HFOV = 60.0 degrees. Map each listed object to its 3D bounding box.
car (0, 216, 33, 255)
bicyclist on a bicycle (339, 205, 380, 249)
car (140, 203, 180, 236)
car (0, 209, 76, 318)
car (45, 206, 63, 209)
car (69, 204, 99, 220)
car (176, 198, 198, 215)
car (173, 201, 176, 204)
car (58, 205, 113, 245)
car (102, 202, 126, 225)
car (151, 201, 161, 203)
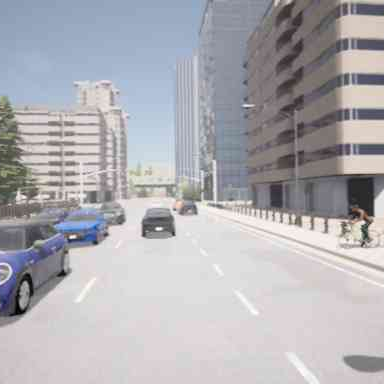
[{"bbox_3d":[-8.618,1.824,14.190,1.895,1.301,4.718,-1,0,-6],"label":"car"},{"bbox_3d":[6.168,1.293,12.255,1.656,1.620,0.582,-1,0,-6],"label":"bicyclist on a bicycle"},{"bbox_3d":[-1.970,1.665,19.515,1.837,1.490,4.892,-1,0,-6],"label":"car"},{"bbox_3d":[-4.364,1.468,7.626,2.097,1.767,4.553,-1,0,-6],"label":"car"},{"bbox_3d":[-9.643,1.791,23.423,2.128,1.511,4.902,-1,0,-6],"label":"car"},{"bbox_3d":[-10.708,1.981,33.277,1.895,1.301,4.718,-1,0,-6],"label":"car"},{"bbox_3d":[-0.455,1.759,37.059,1.837,1.490,4.892,-1,0,-6],"label":"car"},{"bbox_3d":[-1.567,1.685,46.545,2.097,1.767,4.553,-1,0,-6],"label":"car"},{"bbox_3d":[-5.380,1.669,16.745,1.882,1.535,5.008,-1,0,-6],"label":"car"},{"bbox_3d":[-6.469,1.625,26.565,2.097,1.767,4.553,-1,0,-6],"label":"car"},{"bbox_3d":[-4.756,1.892,44.330,1.812,1.442,4.674,-1,-1,-6],"label":"car"}]
